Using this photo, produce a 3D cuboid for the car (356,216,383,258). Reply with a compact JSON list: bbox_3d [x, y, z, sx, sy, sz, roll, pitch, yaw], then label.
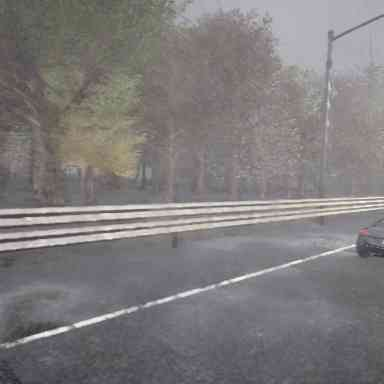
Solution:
[{"bbox_3d":[6.814,1.350,10.387,4.181,1.385,1.994,0,4,-44],"label":"car"}]
